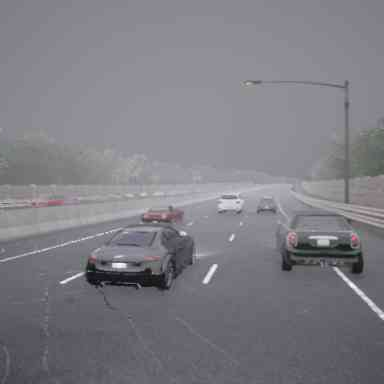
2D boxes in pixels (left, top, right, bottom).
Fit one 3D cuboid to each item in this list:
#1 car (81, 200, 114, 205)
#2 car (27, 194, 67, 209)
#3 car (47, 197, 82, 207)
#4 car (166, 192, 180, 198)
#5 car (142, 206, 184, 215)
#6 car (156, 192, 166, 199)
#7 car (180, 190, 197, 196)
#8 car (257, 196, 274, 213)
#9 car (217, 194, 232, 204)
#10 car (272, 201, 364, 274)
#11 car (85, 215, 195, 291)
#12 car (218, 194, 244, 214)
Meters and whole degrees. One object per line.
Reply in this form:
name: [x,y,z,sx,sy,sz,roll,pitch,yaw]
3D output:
car: [-9.849,1.605,36.794,1.895,1.301,4.718,0,0,13]
car: [-16.598,1.251,38.685,2.150,2.045,5.566,0,0,13]
car: [-13.346,1.569,37.220,2.033,1.411,5.357,0,0,13]
car: [-3.826,0.756,76.563,1.882,1.535,5.008,0,1,14]
car: [-1.870,1.613,23.353,1.895,1.301,4.718,0,0,12]
car: [-7.003,0.772,78.255,1.812,1.442,4.674,0,1,14]
car: [-0.345,0.468,76.046,2.150,2.045,5.566,0,1,14]
car: [7.874,1.473,35.166,1.994,1.385,4.181,0,0,13]
car: [5.523,1.123,55.858,1.837,1.490,4.892,0,0,14]
car: [3.866,1.339,10.807,2.097,1.767,4.553,0,0,11]
car: [-1.176,1.573,9.207,1.994,1.385,4.181,0,0,11]
car: [4.128,1.168,34.475,2.150,2.045,5.566,0,0,13]
